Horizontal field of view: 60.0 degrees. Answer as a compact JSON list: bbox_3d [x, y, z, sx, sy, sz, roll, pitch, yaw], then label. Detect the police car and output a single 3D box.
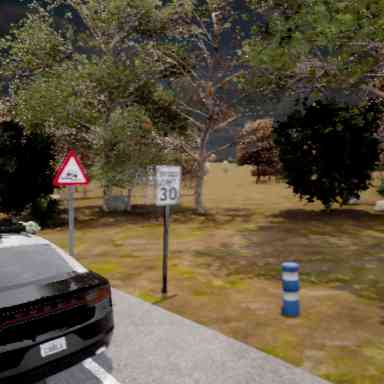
[{"bbox_3d":[-3.213,1.334,5.175,1.930,1.638,5.238,-3,3,-45],"label":"police car"}]
